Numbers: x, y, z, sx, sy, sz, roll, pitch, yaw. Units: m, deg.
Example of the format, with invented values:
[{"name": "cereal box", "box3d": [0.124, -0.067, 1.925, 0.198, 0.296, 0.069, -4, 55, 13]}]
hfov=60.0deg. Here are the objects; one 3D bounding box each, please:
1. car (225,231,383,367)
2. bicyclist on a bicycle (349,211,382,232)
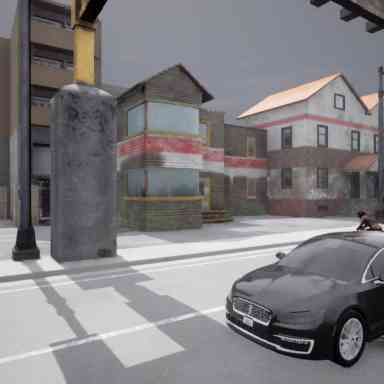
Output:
[{"name": "car", "box3d": [2.796, 1.505, 5.830, 4.892, 1.490, 1.837, 0, 0, -33]}, {"name": "bicyclist on a bicycle", "box3d": [5.798, 1.455, 11.035, 0.582, 1.620, 1.656, 0, -2, -33]}]
